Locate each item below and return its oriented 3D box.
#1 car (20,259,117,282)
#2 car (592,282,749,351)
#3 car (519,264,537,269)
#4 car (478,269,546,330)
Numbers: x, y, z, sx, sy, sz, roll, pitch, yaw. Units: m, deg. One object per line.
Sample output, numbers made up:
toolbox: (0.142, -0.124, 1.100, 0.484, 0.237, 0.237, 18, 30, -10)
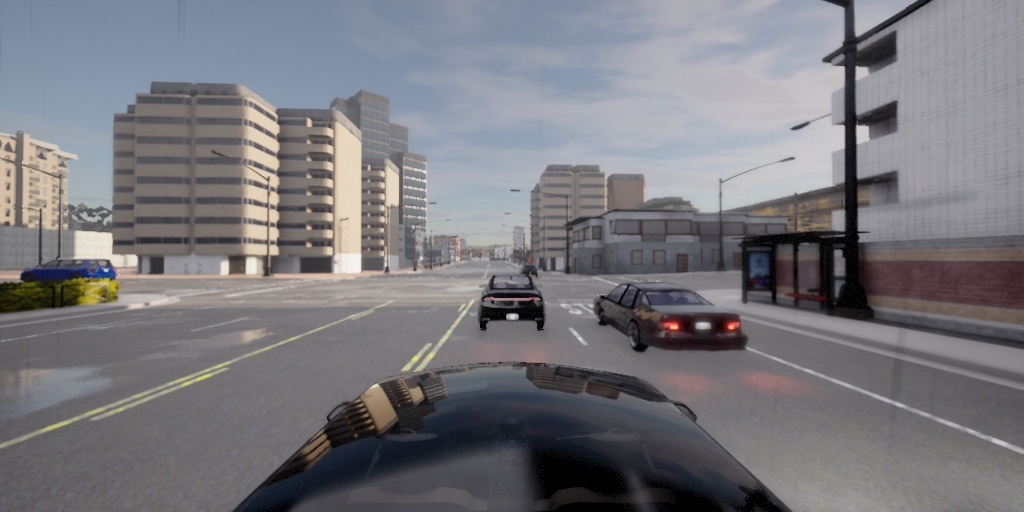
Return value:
car: (-34.640, 1.224, 28.140, 5.566, 2.045, 2.150, 0, -1, -2)
car: (3.512, 1.367, 9.161, 2.033, 1.411, 5.357, 0, -1, -1)
car: (1.972, 1.740, 43.619, 1.837, 1.490, 4.892, 0, -1, -3)
car: (-0.033, 1.334, 11.501, 2.128, 1.511, 4.902, 0, 0, -1)
